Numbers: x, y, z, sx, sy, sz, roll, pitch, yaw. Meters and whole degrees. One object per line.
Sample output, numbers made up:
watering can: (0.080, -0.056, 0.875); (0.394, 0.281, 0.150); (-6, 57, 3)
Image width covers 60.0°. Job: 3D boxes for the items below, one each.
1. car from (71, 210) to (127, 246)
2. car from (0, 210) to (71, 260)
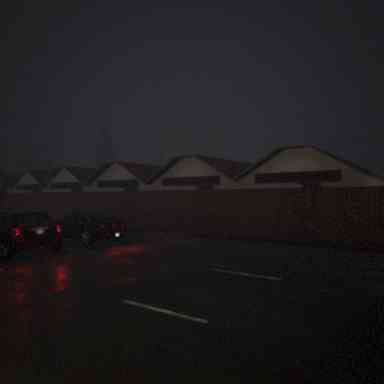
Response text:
car: (-5.291, 1.660, 16.256); (4.892, 1.490, 1.837); (0, 0, 36)
car: (-7.250, 1.503, 13.354); (4.553, 1.767, 2.097); (-1, -1, 36)
